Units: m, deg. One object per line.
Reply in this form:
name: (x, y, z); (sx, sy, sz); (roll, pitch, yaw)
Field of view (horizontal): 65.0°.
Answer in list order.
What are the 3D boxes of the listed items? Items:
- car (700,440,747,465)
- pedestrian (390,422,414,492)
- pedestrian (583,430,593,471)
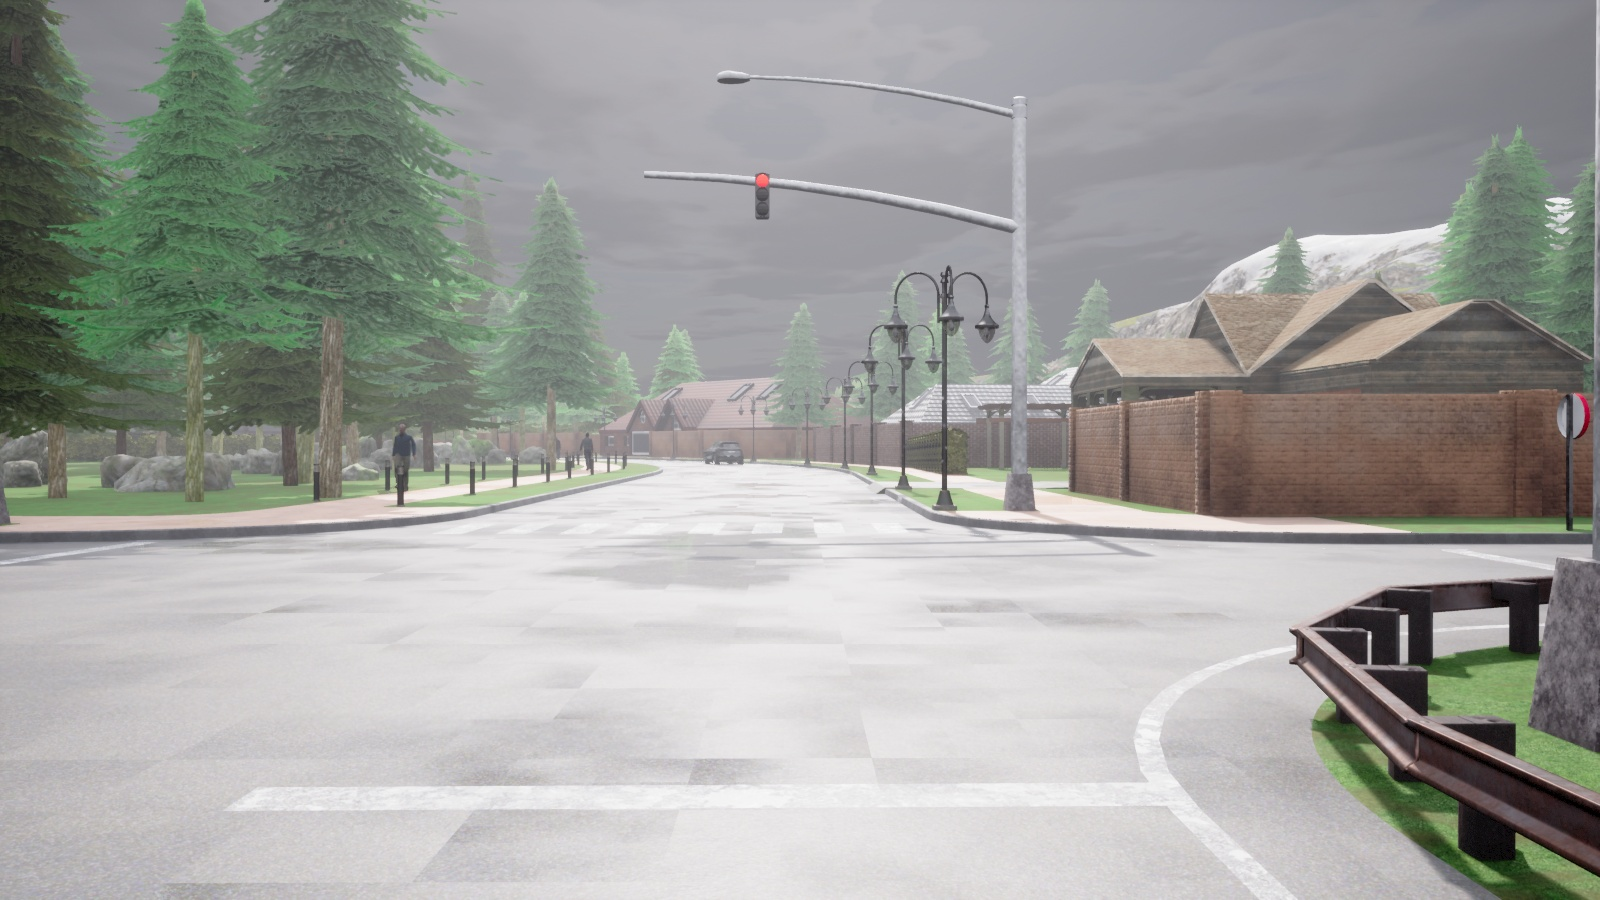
car: (-5.238, 0.161, 85.445); (2.033, 1.649, 4.856); (0, 0, -17)
pedestrian: (-10.538, 0.176, 33.252); (0.402, 1.842, 0.726); (0, 0, 0)
pedestrian: (-10.089, 0.026, 59.787); (0.423, 1.949, 0.788); (0, 0, -6)
